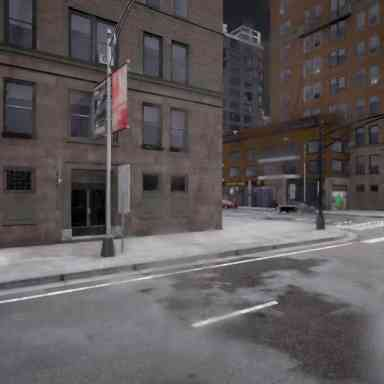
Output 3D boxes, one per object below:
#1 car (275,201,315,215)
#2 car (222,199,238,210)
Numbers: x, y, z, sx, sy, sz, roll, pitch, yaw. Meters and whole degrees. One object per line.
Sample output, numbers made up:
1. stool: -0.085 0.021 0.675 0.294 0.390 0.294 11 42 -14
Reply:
1. car: 10.593 1.580 34.298 1.947 1.339 4.313 0 0 -35
2. car: 4.238 1.594 43.304 1.802 1.307 4.206 0 0 -35
